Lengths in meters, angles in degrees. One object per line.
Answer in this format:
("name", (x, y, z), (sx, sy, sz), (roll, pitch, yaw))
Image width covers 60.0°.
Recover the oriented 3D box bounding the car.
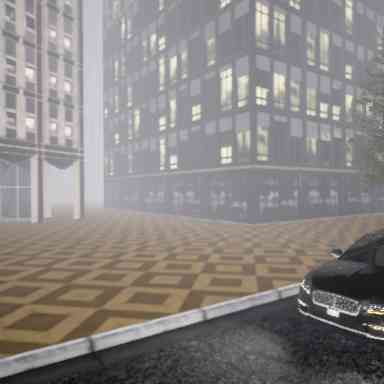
("car", (4.020, 1.496, 6.226), (4.892, 1.490, 1.837), (0, 0, -35))
